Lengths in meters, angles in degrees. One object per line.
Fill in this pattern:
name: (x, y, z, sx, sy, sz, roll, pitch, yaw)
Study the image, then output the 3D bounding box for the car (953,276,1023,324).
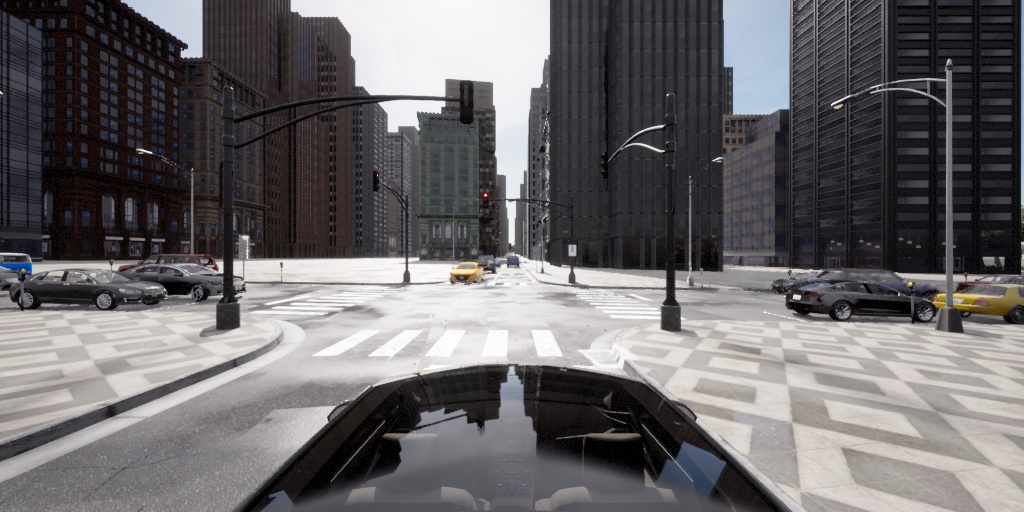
car: (17.957, 1.571, 12.649, 4.829, 1.417, 1.751, 0, 0, 0)

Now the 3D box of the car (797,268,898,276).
car: (15.670, 1.362, 15.593, 4.553, 1.767, 2.097, 1, 0, 4)

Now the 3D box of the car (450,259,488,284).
car: (-3.253, 1.228, 26.883, 1.882, 1.535, 5.008, 0, 0, 4)

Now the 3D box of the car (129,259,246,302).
car: (-14.134, 1.065, 15.358, 4.902, 1.511, 2.128, 1, 0, 1)

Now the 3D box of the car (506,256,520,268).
car: (0.199, 0.974, 62.675, 2.150, 2.045, 5.566, 0, 0, 0)

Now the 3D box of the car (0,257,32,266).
car: (-23.549, 0.935, 15.388, 4.902, 1.511, 2.128, 1, 0, 0)

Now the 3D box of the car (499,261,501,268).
car: (-2.959, 1.277, 61.548, 1.812, 1.442, 4.674, 0, 0, 1)

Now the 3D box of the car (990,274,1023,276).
car: (29.098, 1.766, 21.154, 4.507, 1.381, 1.888, 0, 0, 0)

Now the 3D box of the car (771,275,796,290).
car: (17.812, 1.591, 21.175, 4.403, 1.370, 2.007, 0, 0, 0)

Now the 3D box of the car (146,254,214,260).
car: (-20.195, 0.799, 21.150, 5.009, 1.841, 2.192, 0, 0, 0)

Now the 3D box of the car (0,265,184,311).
car: (-14.763, 1.116, 12.614, 4.403, 1.370, 2.007, 0, 0, 0)

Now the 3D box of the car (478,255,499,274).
car: (-3.029, 0.965, 42.040, 2.150, 2.045, 5.566, 0, 1, 0)

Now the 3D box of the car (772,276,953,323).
car: (12.145, 1.524, 12.660, 4.313, 1.339, 1.948, 0, 0, 0)

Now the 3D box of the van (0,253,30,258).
van: (-31.114, 0.680, 21.170, 3.998, 1.789, 1.690, 0, 0, 0)
